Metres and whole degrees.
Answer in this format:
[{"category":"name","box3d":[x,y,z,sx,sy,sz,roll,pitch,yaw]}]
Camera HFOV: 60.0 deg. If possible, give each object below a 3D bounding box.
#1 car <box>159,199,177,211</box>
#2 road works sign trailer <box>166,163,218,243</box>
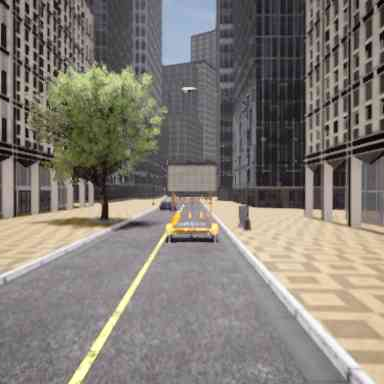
[{"category":"car","box3d":[-2.835,1.507,39.994,1.994,1.385,4.181,0,0,0]},{"category":"road works sign trailer","box3d":[0.001,0.434,15.812,2.380,3.560,2.880,0,0,0]}]
